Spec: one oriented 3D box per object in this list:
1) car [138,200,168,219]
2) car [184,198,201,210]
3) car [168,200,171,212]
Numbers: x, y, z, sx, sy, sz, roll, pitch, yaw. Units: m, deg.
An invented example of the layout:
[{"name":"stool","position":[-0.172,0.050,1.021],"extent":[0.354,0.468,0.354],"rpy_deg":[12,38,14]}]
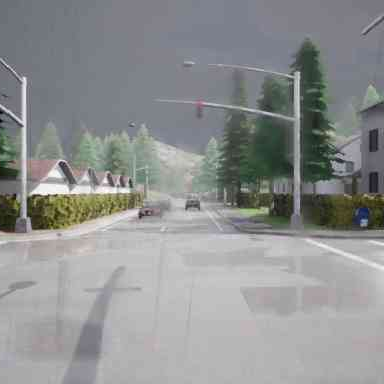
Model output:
[{"name":"car","position":[-3.494,1.572,29.358],"extent":[1.994,1.385,4.181],"rpy_deg":[0,0,0]},{"name":"car","position":[0.109,1.516,43.325],"extent":[1.837,1.490,4.892],"rpy_deg":[0,0,0]},{"name":"car","position":[-3.493,1.611,39.353],"extent":[1.895,1.301,4.718],"rpy_deg":[0,0,0]}]
